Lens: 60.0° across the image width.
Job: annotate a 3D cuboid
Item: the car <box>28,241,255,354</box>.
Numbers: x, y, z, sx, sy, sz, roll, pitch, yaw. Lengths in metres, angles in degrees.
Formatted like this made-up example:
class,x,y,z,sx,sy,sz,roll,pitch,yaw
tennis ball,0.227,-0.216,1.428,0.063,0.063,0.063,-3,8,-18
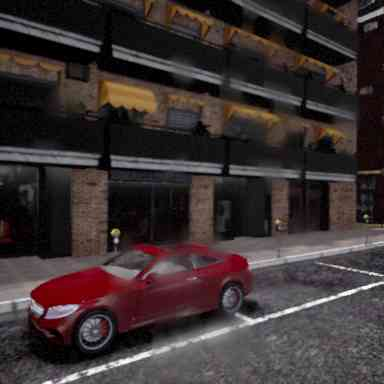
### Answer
class,x,y,z,sx,sy,sz,roll,pitch,yaw
car,-0.661,1.615,6.089,4.206,1.307,1.802,1,0,-36
